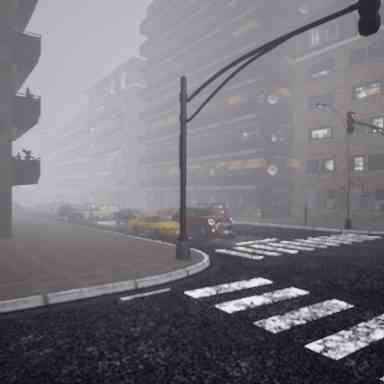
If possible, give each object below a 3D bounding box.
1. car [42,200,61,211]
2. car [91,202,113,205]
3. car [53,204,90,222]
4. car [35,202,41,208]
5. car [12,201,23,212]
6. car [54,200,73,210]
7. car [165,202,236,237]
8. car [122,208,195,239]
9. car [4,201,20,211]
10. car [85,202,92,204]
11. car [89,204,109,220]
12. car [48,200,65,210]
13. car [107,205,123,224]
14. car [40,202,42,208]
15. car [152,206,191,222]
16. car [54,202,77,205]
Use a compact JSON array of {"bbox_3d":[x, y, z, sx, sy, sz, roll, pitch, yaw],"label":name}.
[{"bbox_3d":[-25.550,2.589,61.838,2.097,1.767,4.553,0,-1,-40],"label":"car"},{"bbox_3d":[-12.742,2.392,49.335,1.801,1.575,5.366,0,-1,-36],"label":"car"},{"bbox_3d":[-12.233,2.216,33.610,1.887,1.381,4.507,-1,0,-36],"label":"car"},{"bbox_3d":[-35.553,3.145,79.763,1.887,1.381,4.507,-1,0,-36],"label":"car"},{"bbox_3d":[-32.253,2.819,61.068,1.887,1.381,4.507,-1,0,-36],"label":"car"},{"bbox_3d":[-25.548,2.621,66.034,2.192,1.841,5.009,-1,0,-36],"label":"car"},{"bbox_3d":[0.606,1.704,20.433,2.097,1.767,4.553,0,-1,-36],"label":"car"},{"bbox_3d":[-2.123,1.887,19.743,1.752,1.417,4.829,-1,0,-36],"label":"car"},{"bbox_3d":[-35.594,2.688,65.645,2.192,1.841,5.009,-1,0,-36],"label":"car"},{"bbox_3d":[-16.767,2.409,54.793,2.097,1.767,4.553,0,-1,-36],"label":"car"},{"bbox_3d":[-10.590,2.296,35.786,1.895,1.301,4.718,0,-1,-36],"label":"car"},{"bbox_3d":[-28.885,2.720,70.611,2.192,1.841,5.009,-1,0,-36],"label":"car"},{"bbox_3d":[-4.987,2.072,28.090,2.033,1.411,5.357,0,-1,-36],"label":"car"},{"bbox_3d":[-32.216,3.068,75.186,1.947,1.339,4.313,-1,0,-36],"label":"car"},{"bbox_3d":[-2.187,2.146,34.000,1.887,1.381,4.507,-1,0,-36],"label":"car"},{"bbox_3d":[-16.470,2.399,43.907,1.812,1.442,4.674,0,-1,-36],"label":"car"}]
